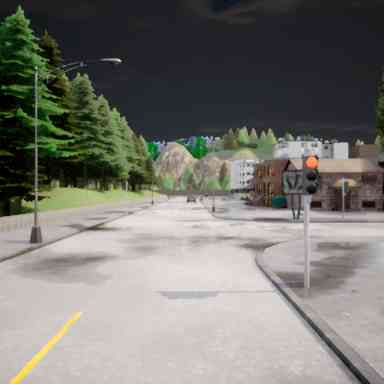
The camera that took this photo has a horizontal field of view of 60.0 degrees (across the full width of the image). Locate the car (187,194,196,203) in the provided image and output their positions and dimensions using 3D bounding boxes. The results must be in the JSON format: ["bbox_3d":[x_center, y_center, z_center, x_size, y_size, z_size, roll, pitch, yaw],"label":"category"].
[{"bbox_3d":[-0.111,1.487,67.804,2.128,1.511,4.902,0,0,0],"label":"car"}]

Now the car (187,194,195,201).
[{"bbox_3d":[-0.129,1.327,78.224,1.837,1.490,4.892,0,0,0],"label":"car"}]
